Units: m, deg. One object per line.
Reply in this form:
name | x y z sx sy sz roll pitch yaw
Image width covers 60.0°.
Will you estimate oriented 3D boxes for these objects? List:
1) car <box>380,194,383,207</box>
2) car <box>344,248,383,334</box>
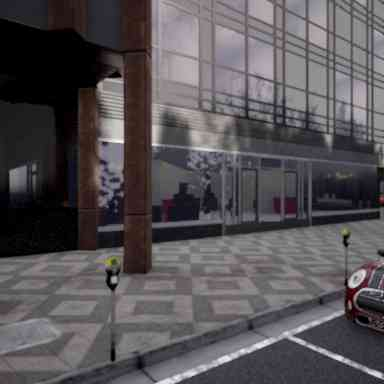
car | 22.955 0.977 36.930 2.097 1.767 4.553 0 1 -37
car | 4.485 1.437 5.905 4.097 1.590 1.967 0 0 -36
